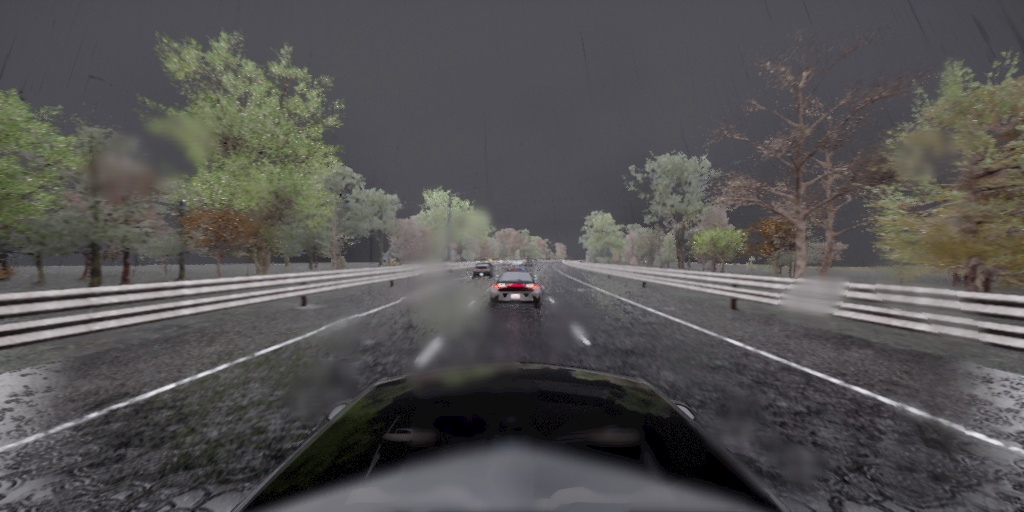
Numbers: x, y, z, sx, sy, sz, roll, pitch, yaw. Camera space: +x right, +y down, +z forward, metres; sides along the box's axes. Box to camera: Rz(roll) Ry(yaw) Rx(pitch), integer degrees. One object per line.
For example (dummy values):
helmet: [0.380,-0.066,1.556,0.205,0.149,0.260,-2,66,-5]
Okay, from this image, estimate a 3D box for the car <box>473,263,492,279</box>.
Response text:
car: [-2.710,1.432,35.619,1.837,1.490,4.892,0,0,3]

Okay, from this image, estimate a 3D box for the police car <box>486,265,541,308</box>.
police car: [0.186,1.326,15.714,2.038,1.542,4.974,0,0,1]
